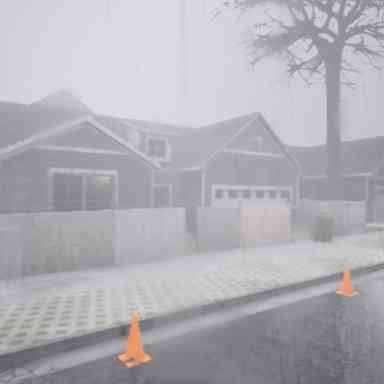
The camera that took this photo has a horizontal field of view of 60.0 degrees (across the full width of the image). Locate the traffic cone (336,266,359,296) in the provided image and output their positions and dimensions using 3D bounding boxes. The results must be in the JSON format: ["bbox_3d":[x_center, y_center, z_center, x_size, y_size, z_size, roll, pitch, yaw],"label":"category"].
[{"bbox_3d":[3.414,1.929,7.307,0.340,0.580,0.340,0,0,-34],"label":"traffic cone"}]

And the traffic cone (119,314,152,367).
[{"bbox_3d":[-0.760,1.942,4.463,0.340,0.580,0.340,0,0,-35],"label":"traffic cone"}]
